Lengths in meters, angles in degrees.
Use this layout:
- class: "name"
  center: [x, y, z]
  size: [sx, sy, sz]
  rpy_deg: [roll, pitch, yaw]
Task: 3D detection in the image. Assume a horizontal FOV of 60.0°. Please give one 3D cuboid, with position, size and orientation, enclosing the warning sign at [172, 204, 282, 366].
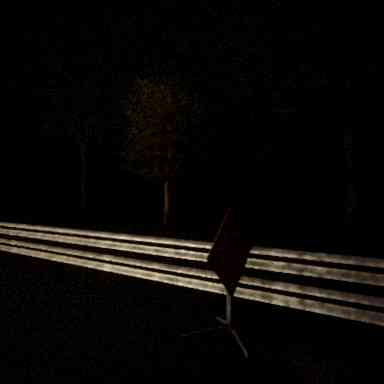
- class: "warning sign"
  center: [0.538, 1.127, 4.773]
  size: [1.060, 1.860, 1.300]
  rpy_deg: [0, 0, 35]
